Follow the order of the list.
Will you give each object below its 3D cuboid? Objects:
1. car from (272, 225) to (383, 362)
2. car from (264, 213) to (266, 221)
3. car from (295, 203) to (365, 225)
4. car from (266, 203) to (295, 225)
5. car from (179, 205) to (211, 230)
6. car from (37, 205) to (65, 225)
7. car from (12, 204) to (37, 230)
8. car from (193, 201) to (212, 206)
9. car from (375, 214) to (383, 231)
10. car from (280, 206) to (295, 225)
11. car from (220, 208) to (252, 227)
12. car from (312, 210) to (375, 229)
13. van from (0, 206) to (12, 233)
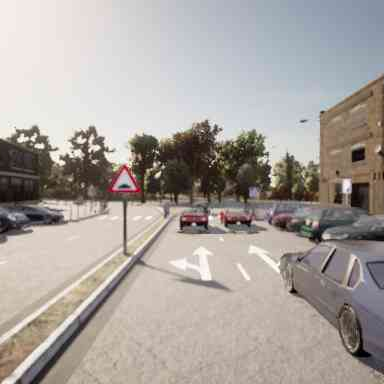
[{"bbox_3d":[3.106,1.606,6.026,2.033,1.411,5.357,0,-1,0],"label":"car"},{"bbox_3d":[7.629,1.557,24.089,4.553,1.767,2.185,0,0,0],"label":"car"},{"bbox_3d":[7.622,1.503,15.814,4.553,1.767,2.185,0,0,0],"label":"car"},{"bbox_3d":[7.663,1.668,21.326,5.008,1.535,2.097,0,0,0],"label":"car"},{"bbox_3d":[0.123,1.776,23.028,1.895,1.301,4.718,0,-1,0],"label":"car"},{"bbox_3d":[-12.461,1.725,25.947,4.792,1.488,2.163,0,0,0],"label":"car"},{"bbox_3d":[-12.530,1.546,20.512,4.553,1.767,2.185,0,0,0],"label":"car"},{"bbox_3d":[1.109,1.774,38.896,1.837,1.490,4.892,0,0,9],"label":"car"},{"bbox_3d":[7.674,1.302,7.539,5.566,2.045,2.435,0,-1,0],"label":"car"},{"bbox_3d":[7.653,1.688,18.570,4.674,1.452,2.002,0,0,0],"label":"car"},{"bbox_3d":[3.111,1.808,24.472,1.895,1.301,4.718,0,0,0],"label":"car"},{"bbox_3d":[7.657,1.607,13.050,4.892,1.521,2.231,0,0,0],"label":"car"},{"bbox_3d":[-12.387,1.428,17.605,4.442,1.987,1.878,0,0,0],"label":"van"}]
